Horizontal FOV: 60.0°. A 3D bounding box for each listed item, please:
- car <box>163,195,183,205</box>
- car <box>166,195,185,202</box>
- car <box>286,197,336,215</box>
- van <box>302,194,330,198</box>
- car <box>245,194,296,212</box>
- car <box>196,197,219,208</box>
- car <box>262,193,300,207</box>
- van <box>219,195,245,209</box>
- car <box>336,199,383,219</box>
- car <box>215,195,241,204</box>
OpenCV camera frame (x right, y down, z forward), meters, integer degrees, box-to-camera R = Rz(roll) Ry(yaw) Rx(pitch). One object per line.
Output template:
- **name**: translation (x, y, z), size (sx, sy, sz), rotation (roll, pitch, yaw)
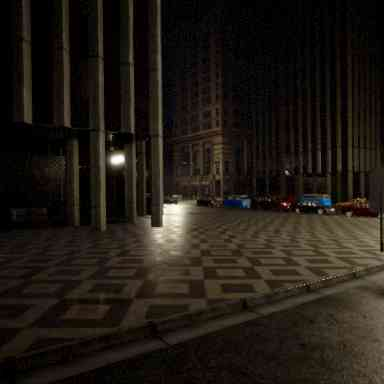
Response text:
- **car**: translation (-4.017, 1.438, 55.800), size (2.008, 1.369, 4.403), rotation (-1, 1, -36)
- **car**: translation (-3.535, 1.256, 69.745), size (2.008, 1.369, 4.403), rotation (-1, 1, -36)
- **car**: translation (12.129, 1.549, 33.383), size (2.008, 1.369, 4.403), rotation (-1, 1, -36)
- **van**: translation (15.827, 1.178, 42.837), size (1.690, 1.788, 3.998), rotation (-1, 1, -36)
- **car**: translation (8.898, 1.290, 37.864), size (2.192, 1.841, 5.009), rotation (-1, 1, -36)
- **car**: translation (2.441, 1.371, 46.832), size (1.967, 1.590, 4.097), rotation (-1, 1, -36)
- **car**: translation (12.600, 1.130, 47.321), size (2.192, 1.841, 5.009), rotation (-1, 1, -36)
- **van**: translation (5.669, 1.294, 42.348), size (1.690, 1.788, 3.998), rotation (-1, 1, -36)
- **car**: translation (15.358, 1.567, 28.899), size (1.887, 1.381, 4.507), rotation (-1, 1, -36)
- **car**: translation (6.048, 1.296, 56.429), size (1.752, 1.417, 4.829), rotation (-1, 1, -36)
